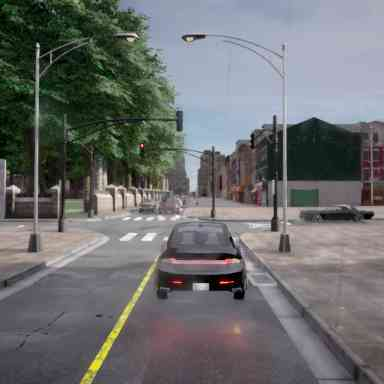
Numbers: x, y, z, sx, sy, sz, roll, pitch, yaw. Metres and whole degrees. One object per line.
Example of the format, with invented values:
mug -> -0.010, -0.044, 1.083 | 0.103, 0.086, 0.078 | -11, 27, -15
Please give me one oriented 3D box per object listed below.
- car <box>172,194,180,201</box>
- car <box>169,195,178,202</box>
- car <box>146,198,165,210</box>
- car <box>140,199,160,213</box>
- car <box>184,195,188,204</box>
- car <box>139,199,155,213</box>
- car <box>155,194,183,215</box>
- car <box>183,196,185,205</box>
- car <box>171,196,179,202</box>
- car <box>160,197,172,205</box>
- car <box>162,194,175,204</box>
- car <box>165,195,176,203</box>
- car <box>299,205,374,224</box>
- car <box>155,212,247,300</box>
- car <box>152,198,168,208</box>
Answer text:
car -> -4.472, 1.556, 93.619 | 2.192, 1.841, 5.009 | 1, 0, 0
car -> -4.549, 1.621, 82.717 | 1.967, 1.590, 4.097 | 1, 0, 0
car -> -4.813, 1.598, 44.566 | 2.008, 1.369, 4.403 | 1, 0, 0
car -> -4.899, 1.564, 39.405 | 1.752, 1.417, 4.829 | 1, 0, 0
car -> -2.140, 1.584, 61.374 | 2.128, 1.511, 4.902 | 0, 0, 1
car -> -4.889, 1.586, 37.431 | 2.008, 1.369, 4.403 | 1, 0, 0
car -> -2.310, 1.383, 34.750 | 2.097, 1.767, 4.553 | 0, 0, -1
car -> -2.259, 1.579, 47.145 | 1.812, 1.442, 4.674 | 0, 0, 0
car -> -4.514, 1.734, 87.997 | 1.752, 1.417, 4.829 | 1, 0, 0
car -> -4.701, 1.671, 60.916 | 1.802, 1.307, 4.206 | 1, 0, 0
car -> -4.658, 1.424, 66.367 | 2.192, 1.841, 5.009 | 1, 0, 0
car -> -4.623, 1.570, 71.817 | 1.967, 1.590, 4.097 | 1, 0, 0
car -> 10.208, 1.565, 23.859 | 4.718, 1.301, 1.895 | -1, -1, 1
car -> 0.213, 1.496, 8.419 | 2.128, 1.511, 4.902 | 0, 0, 1
car -> -4.776, 1.625, 50.016 | 1.947, 1.339, 4.313 | 1, 0, 0
